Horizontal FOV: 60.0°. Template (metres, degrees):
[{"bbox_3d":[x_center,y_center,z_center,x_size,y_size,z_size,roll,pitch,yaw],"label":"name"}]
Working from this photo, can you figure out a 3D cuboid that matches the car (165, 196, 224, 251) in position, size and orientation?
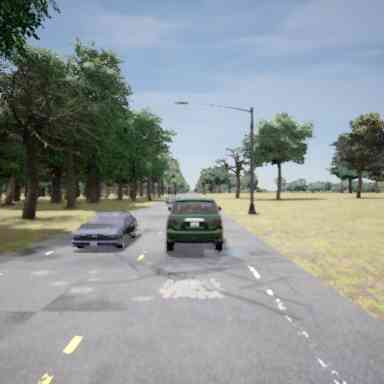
[{"bbox_3d":[0.115,1.215,14.244,2.150,2.045,5.566,0,0,0],"label":"car"}]

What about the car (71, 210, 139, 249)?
[{"bbox_3d":[-3.592,1.540,14.831,2.033,1.411,5.357,0,0,0],"label":"car"}]

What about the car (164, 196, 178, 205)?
[{"bbox_3d":[-3.528,1.392,56.771,2.128,1.511,4.902,0,0,0],"label":"car"}]

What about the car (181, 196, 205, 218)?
[{"bbox_3d":[0.111,1.322,30.831,2.097,1.767,4.553,0,0,0],"label":"car"}]
